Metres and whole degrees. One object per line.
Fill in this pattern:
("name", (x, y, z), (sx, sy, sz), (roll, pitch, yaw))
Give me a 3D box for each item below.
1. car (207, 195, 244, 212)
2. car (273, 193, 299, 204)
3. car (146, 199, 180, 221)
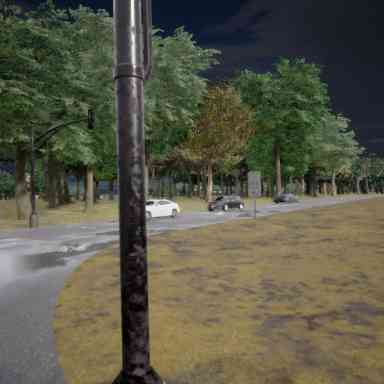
("car", (3.342, 1.087, 32.544), (1.837, 1.490, 4.892), (-3, -1, 37))
("car", (12.745, 0.897, 44.851), (2.033, 1.411, 5.357), (-3, -1, 38))
("car", (-2.790, 1.268, 24.477), (1.812, 1.442, 4.674), (-3, -1, 37))
